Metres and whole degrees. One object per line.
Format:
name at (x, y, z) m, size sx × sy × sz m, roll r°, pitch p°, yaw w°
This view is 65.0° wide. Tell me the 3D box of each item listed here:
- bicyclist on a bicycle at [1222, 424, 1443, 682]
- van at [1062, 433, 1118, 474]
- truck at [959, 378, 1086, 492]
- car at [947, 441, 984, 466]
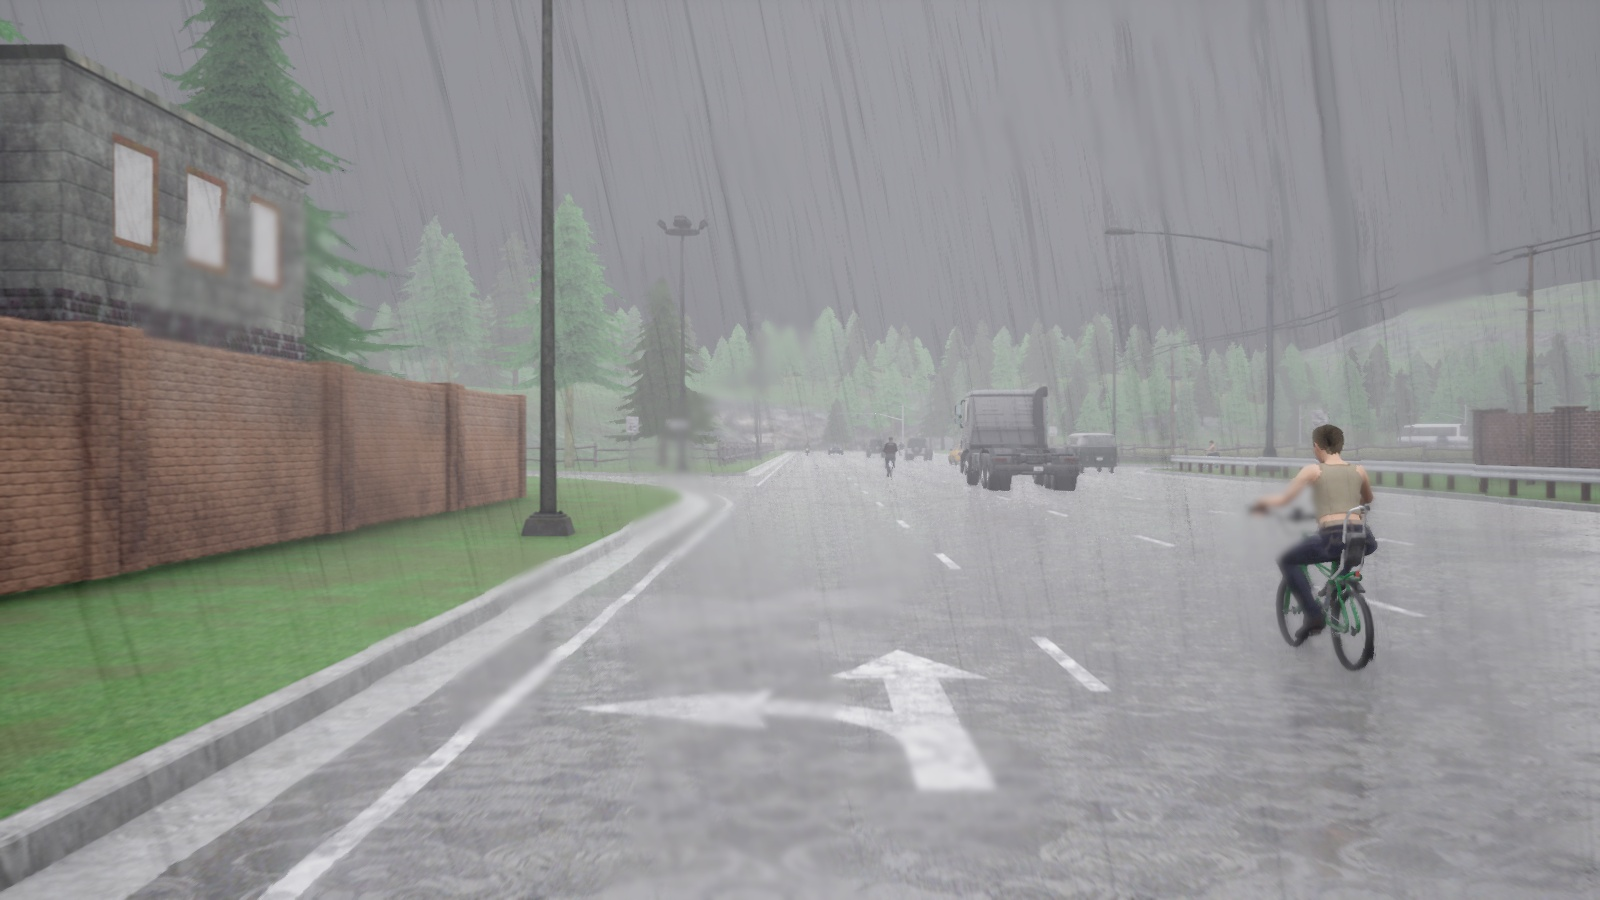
bicyclist on a bicycle at (3.569, 0.638, 8.577) m, size 0.866 × 1.612 × 1.509 m, roll 0°, pitch 0°, yaw 0°
van at (14.369, 0.160, 62.347) m, size 1.775 × 1.987 × 4.442 m, roll 0°, pitch 0°, yaw 0°
truck at (7.255, -0.467, 42.087) m, size 2.891 × 3.462 × 7.936 m, roll 0°, pitch 0°, yaw 0°
car at (10.989, 0.225, 83.522) m, size 1.801 × 1.575 × 5.366 m, roll 0°, pitch 0°, yaw 0°
